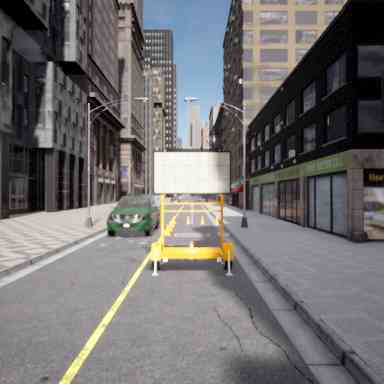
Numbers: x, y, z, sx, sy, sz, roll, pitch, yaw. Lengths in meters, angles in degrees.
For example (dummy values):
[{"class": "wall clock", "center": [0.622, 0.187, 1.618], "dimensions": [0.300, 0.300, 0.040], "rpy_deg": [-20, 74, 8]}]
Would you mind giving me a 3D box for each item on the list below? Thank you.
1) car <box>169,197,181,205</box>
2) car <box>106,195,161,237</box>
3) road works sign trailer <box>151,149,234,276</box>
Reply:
[{"class": "car", "center": [-3.055, 1.621, 61.497], "dimensions": [1.812, 1.442, 4.674], "rpy_deg": [0, 0, 0]}, {"class": "car", "center": [-3.099, 1.229, 18.499], "dimensions": [2.150, 2.045, 5.566], "rpy_deg": [0, 0, 0]}, {"class": "road works sign trailer", "center": [0.007, 0.467, 10.360], "dimensions": [2.380, 3.560, 2.880], "rpy_deg": [0, 0, 0]}]
